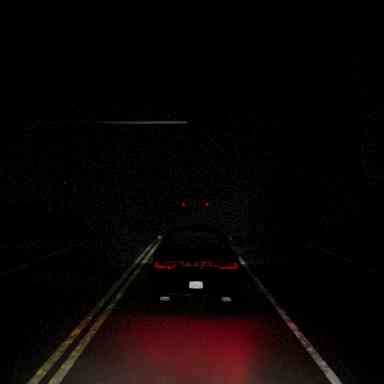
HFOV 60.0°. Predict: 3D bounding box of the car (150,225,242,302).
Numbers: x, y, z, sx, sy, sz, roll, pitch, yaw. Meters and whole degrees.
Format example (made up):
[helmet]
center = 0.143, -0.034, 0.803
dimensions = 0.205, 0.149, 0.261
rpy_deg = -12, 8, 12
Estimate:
[car]
center = 0.080, 1.594, 8.598
dimensions = 1.882, 1.535, 5.008
rpy_deg = 1, -1, 0
